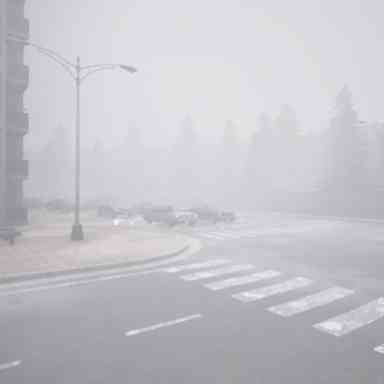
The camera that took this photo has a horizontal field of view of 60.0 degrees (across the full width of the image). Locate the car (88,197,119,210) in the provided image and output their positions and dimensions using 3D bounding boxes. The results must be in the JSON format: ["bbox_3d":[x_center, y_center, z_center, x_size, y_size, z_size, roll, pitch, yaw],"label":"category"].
[{"bbox_3d":[-10.933,1.586,39.064,4.181,1.385,1.994,0,0,36],"label":"car"}]

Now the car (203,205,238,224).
[{"bbox_3d":[1.217,1.634,24.934,1.895,1.301,4.718,0,0,-36],"label":"car"}]

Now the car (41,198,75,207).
[{"bbox_3d":[-20.717,1.618,51.398,4.718,1.301,1.895,0,0,13],"label":"car"}]

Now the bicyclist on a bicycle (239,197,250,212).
[{"bbox_3d":[5.915,1.397,37.291,1.656,1.620,0.582,0,0,-36],"label":"bicyclist on a bicycle"}]

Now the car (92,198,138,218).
[{"bbox_3d":[-7.060,1.537,30.185,1.812,1.442,4.674,0,0,-38],"label":"car"}]

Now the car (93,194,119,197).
[{"bbox_3d":[-12.010,1.256,44.401,5.566,2.045,2.150,0,-1,31],"label":"car"}]

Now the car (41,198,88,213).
[{"bbox_3d":[-14.328,1.505,37.327,4.892,1.490,1.837,0,0,32],"label":"car"}]

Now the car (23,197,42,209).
[{"bbox_3d":[-20.559,1.497,44.123,4.892,1.490,1.837,0,0,20],"label":"car"}]

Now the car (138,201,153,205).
[{"bbox_3d":[-4.067,1.595,31.934,1.994,1.385,4.181,0,0,-39],"label":"car"}]

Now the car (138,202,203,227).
[{"bbox_3d":[-1.578,1.613,22.838,1.895,1.301,4.718,0,0,-36],"label":"car"}]
